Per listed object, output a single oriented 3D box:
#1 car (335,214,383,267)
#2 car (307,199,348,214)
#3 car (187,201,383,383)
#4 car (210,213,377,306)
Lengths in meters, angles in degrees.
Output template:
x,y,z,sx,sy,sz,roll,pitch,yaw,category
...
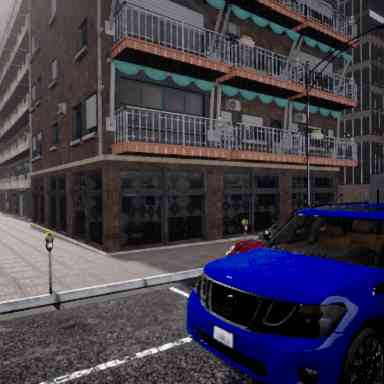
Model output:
x,y,z,sx,sy,sz,roll,pitch,yaw,category
7.180,1.543,11.676,4.507,1.381,1.887,0,-1,-35,car
16.460,1.746,40.560,1.967,1.590,4.097,-2,0,-36,car
2.593,1.221,5.213,5.566,2.045,2.150,0,0,-35,car
2.679,1.439,8.474,4.097,1.590,1.967,0,-1,-35,car
